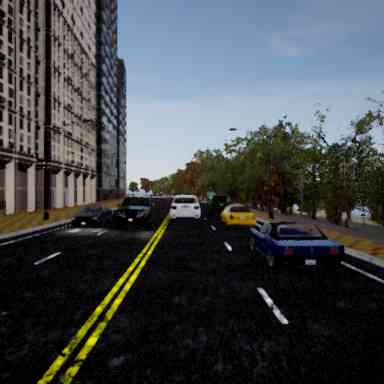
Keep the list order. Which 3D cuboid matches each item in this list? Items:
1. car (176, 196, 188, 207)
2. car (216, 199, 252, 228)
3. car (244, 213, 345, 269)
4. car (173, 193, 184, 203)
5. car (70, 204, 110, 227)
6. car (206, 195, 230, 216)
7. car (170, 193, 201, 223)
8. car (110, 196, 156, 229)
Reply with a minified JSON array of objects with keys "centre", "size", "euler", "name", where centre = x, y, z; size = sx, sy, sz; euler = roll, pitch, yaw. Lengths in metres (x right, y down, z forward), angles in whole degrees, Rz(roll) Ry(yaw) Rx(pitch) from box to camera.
[{"centre":[-1.661,1.574,56.385],"size":[1.882,1.535,5.008],"euler":[0,0,-3],"name":"car"},{"centre":[2.969,1.500,22.399],"size":[1.801,1.575,5.366],"euler":[0,0,-1],"name":"car"},{"centre":[3.178,1.623,11.184],"size":[1.895,1.301,4.718],"euler":[0,0,-1],"name":"car"},{"centre":[-3.002,1.342,74.446],"size":[2.150,2.045,5.566],"euler":[0,0,-5],"name":"car"},{"centre":[-6.927,1.599,23.661],"size":[2.033,1.411,5.357],"euler":[0,0,-2],"name":"car"},{"centre":[2.639,1.284,33.292],"size":[2.150,2.045,5.566],"euler":[0,0,-2],"name":"car"},{"centre":[-0.508,1.276,26.113],"size":[2.150,2.045,5.566],"euler":[0,0,-1],"name":"car"},{"centre":[-3.640,1.269,22.141],"size":[2.150,2.045,5.566],"euler":[0,0,-1],"name":"car"}]
